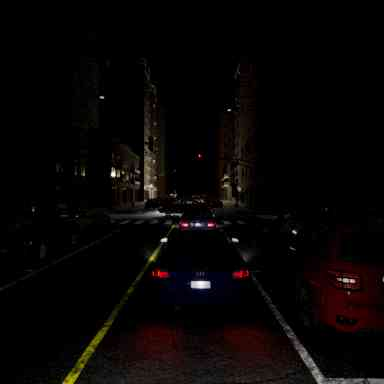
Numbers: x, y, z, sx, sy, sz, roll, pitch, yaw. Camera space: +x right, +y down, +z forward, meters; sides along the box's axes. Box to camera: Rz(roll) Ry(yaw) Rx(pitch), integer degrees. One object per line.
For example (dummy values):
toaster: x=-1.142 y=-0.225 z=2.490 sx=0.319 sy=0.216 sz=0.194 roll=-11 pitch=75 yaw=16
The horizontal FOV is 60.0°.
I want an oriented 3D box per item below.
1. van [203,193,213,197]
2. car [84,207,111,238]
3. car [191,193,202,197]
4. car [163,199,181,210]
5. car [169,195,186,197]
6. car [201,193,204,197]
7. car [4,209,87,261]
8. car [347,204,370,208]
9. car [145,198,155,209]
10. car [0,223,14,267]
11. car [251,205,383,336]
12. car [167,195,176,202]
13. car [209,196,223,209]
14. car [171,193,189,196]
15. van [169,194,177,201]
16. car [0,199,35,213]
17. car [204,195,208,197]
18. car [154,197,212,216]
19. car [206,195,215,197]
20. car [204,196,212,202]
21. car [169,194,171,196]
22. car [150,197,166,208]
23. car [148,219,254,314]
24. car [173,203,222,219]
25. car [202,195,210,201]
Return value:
van: x=3.480 y=1.358 z=61.894 sx=1.690 sy=1.788 sz=3.998 roll=1 pitch=0 yaw=1
car: x=-5.626 y=1.529 z=17.808 sx=1.752 sy=1.417 sz=4.829 roll=1 pitch=0 yaw=1
car: x=1.103 y=1.508 z=84.820 sx=1.882 sy=1.535 sz=5.008 roll=0 pitch=0 yaw=1
car: x=-2.541 y=1.611 z=43.200 sx=1.895 sy=1.301 sz=4.718 roll=0 pitch=0 yaw=1
car: x=-2.411 y=1.614 z=52.631 sx=1.895 sy=1.301 sz=4.718 roll=0 pitch=0 yaw=1
car: x=3.554 y=1.335 z=67.566 sx=2.192 sy=1.841 sz=5.009 roll=1 pitch=0 yaw=1
car: x=-5.698 y=1.547 z=12.354 sx=1.887 sy=1.381 sz=4.507 roll=1 pitch=0 yaw=1
car: x=15.324 y=1.763 z=31.913 sx=4.718 sy=1.301 sz=1.895 roll=0 pitch=-1 yaw=1
car: x=-5.270 y=1.555 z=44.995 sx=1.887 sy=1.381 sz=4.507 roll=1 pitch=0 yaw=1
car: x=-5.773 y=1.527 z=6.560 sx=1.752 sy=1.417 sz=4.829 roll=1 pitch=0 yaw=1
car: x=2.756 y=1.316 z=6.609 sx=2.192 sy=1.841 sz=5.009 roll=1 pitch=0 yaw=1
car: x=-4.823 y=1.466 z=79.030 sx=1.967 sy=1.590 sz=4.097 roll=1 pitch=0 yaw=1
car: x=3.255 y=1.593 z=44.874 sx=1.802 sy=1.307 sz=4.206 roll=1 pitch=0 yaw=1
car: x=-2.256 y=1.369 z=62.272 sx=2.097 sy=1.767 sz=4.553 roll=0 pitch=0 yaw=1
van: x=-4.748 y=1.371 z=84.702 sx=1.690 sy=1.788 sz=3.998 roll=1 pitch=0 yaw=1
car: x=-16.412 y=1.342 z=29.303 sx=4.902 sy=1.511 sz=2.128 roll=1 pitch=-1 yaw=1
car: x=3.403 y=1.597 z=56.220 sx=1.802 sy=1.307 sz=4.206 roll=1 pitch=0 yaw=1
car: x=-0.843 y=1.513 z=32.215 sx=4.902 sy=1.511 sz=2.128 roll=1 pitch=-1 yaw=1
car: x=3.329 y=1.595 z=50.547 sx=1.802 sy=1.307 sz=4.206 roll=1 pitch=0 yaw=1
car: x=3.700 y=1.609 z=78.912 sx=1.802 sy=1.307 sz=4.206 roll=1 pitch=0 yaw=1
car: x=-4.973 y=1.602 z=67.685 sx=1.802 sy=1.307 sz=4.206 roll=1 pitch=0 yaw=1
car: x=-5.196 y=1.557 z=50.668 sx=1.887 sy=1.381 sz=4.507 roll=1 pitch=0 yaw=1
car: x=0.178 y=1.566 z=7.736 sx=1.994 sy=1.385 sz=4.181 roll=0 pitch=0 yaw=1
car: x=0.276 y=1.552 z=17.799 sx=2.033 sy=1.411 sz=5.357 roll=0 pitch=0 yaw=0
car: x=3.849 y=1.600 z=90.257 sx=1.947 sy=1.339 sz=4.313 roll=1 pitch=0 yaw=1
